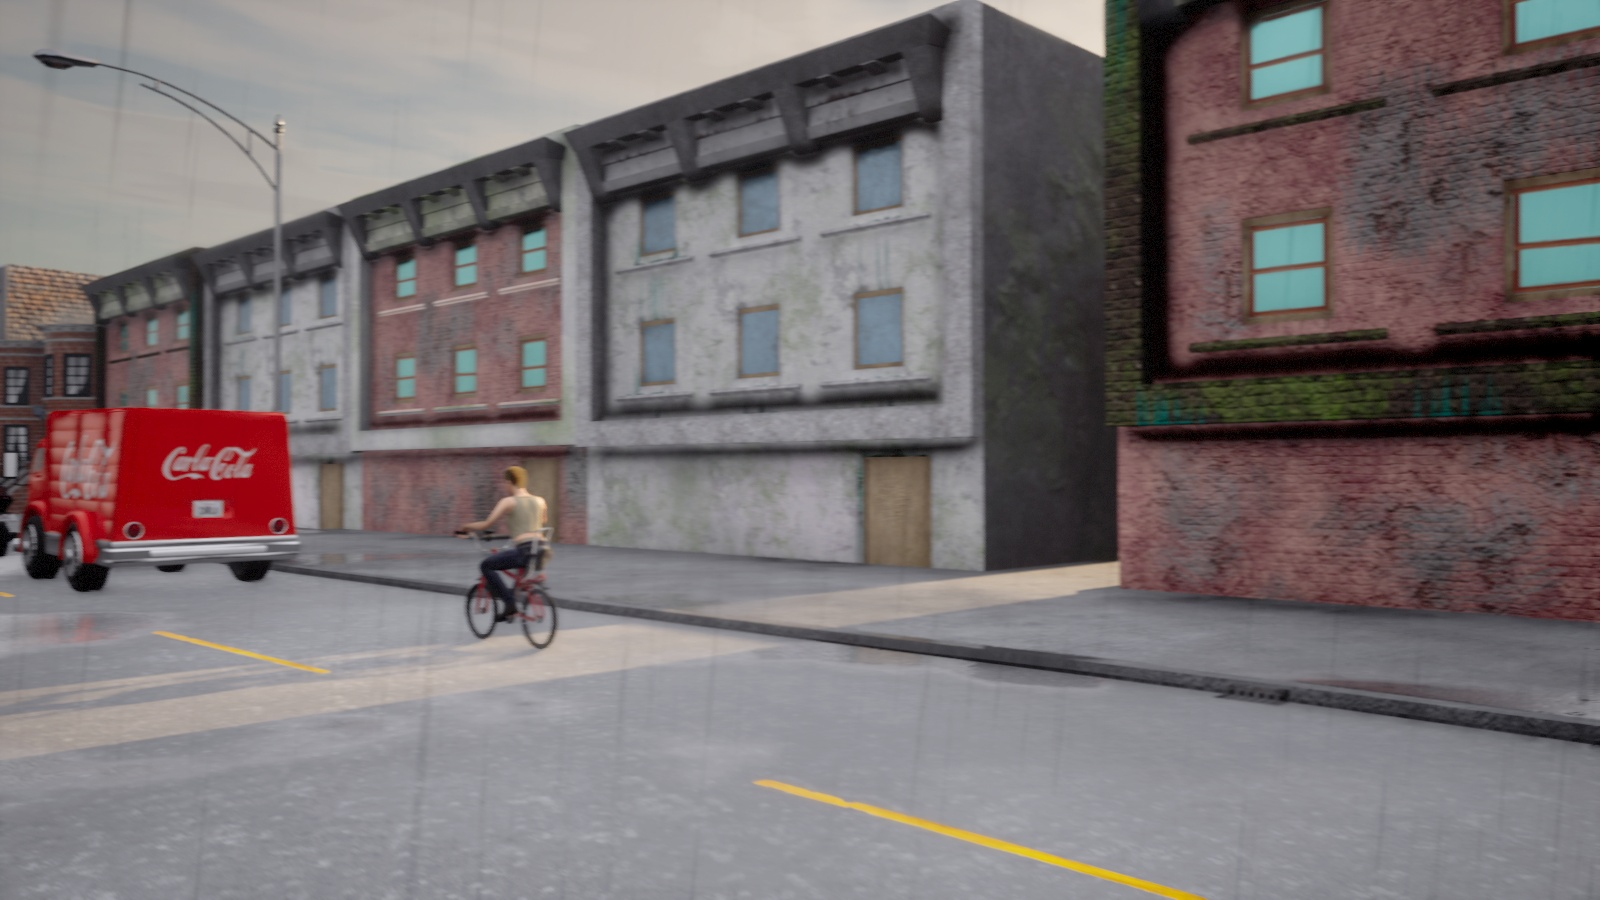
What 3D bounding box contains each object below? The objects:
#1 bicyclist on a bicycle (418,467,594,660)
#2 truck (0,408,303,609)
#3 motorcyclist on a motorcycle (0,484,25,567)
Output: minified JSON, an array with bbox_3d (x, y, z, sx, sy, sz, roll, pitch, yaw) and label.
[{"bbox_3d":[-2.683,0.974,11.380,1.509,1.612,0.866,-2,-2,45],"label":"bicyclist on a bicycle"},{"bbox_3d":[-9.650,0.747,18.215,5.204,2.467,2.627,-1,-1,44],"label":"truck"},{"bbox_3d":[-15.644,1.420,24.051,2.191,1.530,0.866,-2,-1,44],"label":"motorcyclist on a motorcycle"}]
